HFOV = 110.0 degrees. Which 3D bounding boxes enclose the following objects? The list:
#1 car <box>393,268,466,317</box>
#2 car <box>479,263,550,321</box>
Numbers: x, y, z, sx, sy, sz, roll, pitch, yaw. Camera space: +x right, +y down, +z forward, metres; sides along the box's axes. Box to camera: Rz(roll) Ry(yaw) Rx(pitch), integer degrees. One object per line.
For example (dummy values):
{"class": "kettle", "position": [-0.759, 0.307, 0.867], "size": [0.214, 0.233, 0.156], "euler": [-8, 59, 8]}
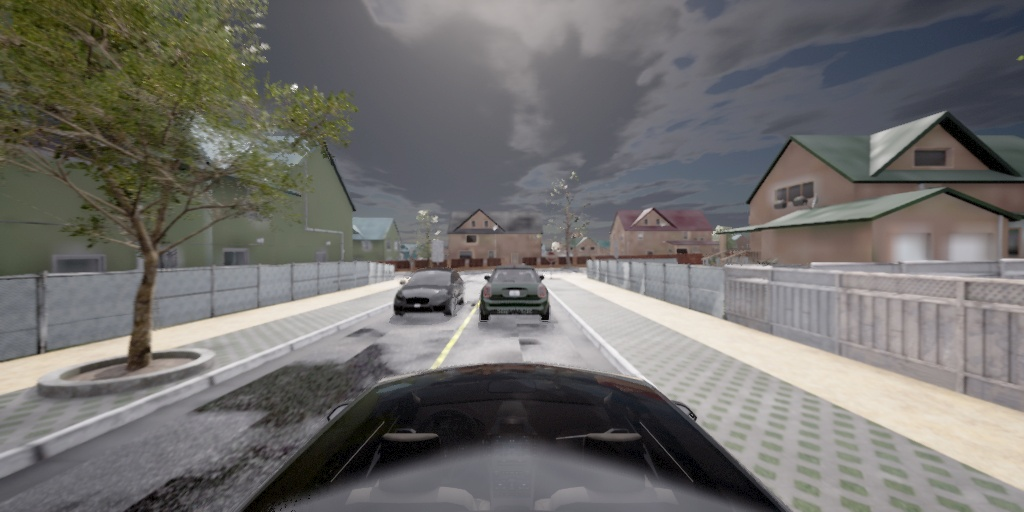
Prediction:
{"class": "car", "position": [-2.842, 1.231, 13.199], "size": [1.837, 1.490, 4.892], "euler": [0, 0, 0]}
{"class": "car", "position": [0.086, 1.080, 12.438], "size": [2.097, 1.767, 4.553], "euler": [0, 0, 0]}
